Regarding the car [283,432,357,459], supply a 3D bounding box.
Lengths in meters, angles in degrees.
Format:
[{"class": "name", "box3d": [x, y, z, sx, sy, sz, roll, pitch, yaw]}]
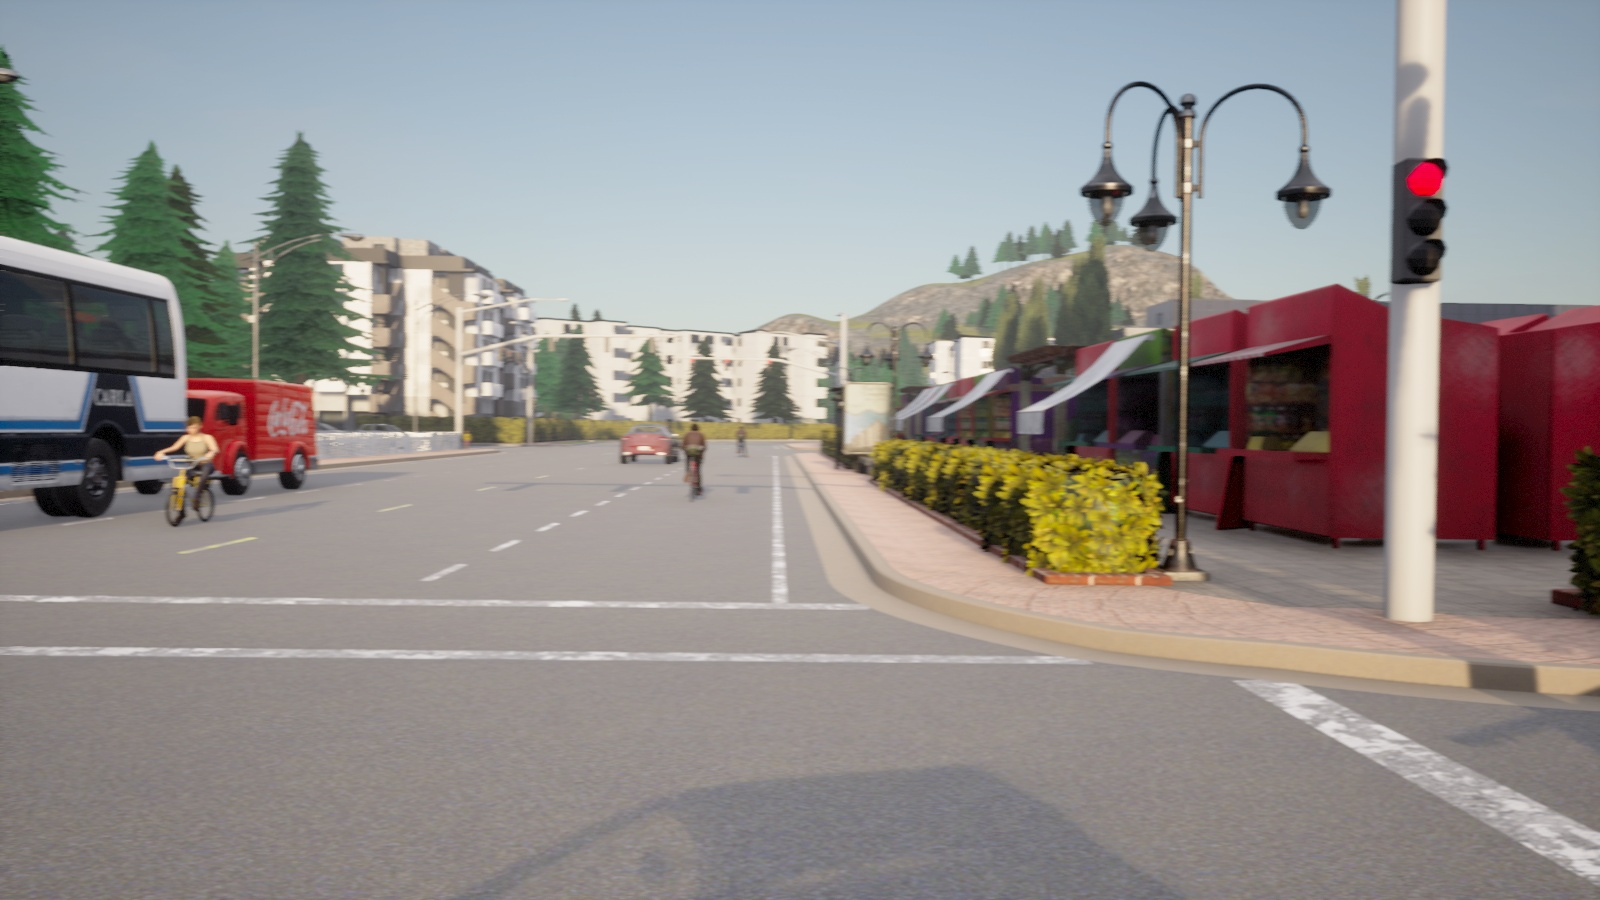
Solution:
[{"class": "car", "box3d": [-28.657, -0.265, 75.060, 3.705, 1.549, 1.789, -1, 1, 1]}]

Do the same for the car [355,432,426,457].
[{"class": "car", "box3d": [-25.575, -0.368, 78.536, 3.806, 1.475, 1.970, -1, 1, 1]}]

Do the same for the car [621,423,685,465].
[{"class": "car", "box3d": [-6.091, -0.280, 52.643, 2.152, 1.651, 5.027, -1, 1, -1]}]

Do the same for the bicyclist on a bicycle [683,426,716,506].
[{"class": "bicyclist on a bicycle", "box3d": [-2.113, 0.317, 26.497, 0.582, 1.620, 1.656, -1, 1, -1]}]

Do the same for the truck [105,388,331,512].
[{"class": "truck", "box3d": [-12.644, -0.048, 27.802, 2.627, 2.467, 5.204, -1, 1, -1]}]

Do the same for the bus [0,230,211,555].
[{"class": "bus", "box3d": [-12.463, -0.755, 17.308, 3.944, 4.253, 10.273, -1, 1, -1]}]

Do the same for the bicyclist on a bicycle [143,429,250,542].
[{"class": "bicyclist on a bicycle", "box3d": [-8.971, 0.500, 18.744, 0.866, 1.612, 1.509, -1, 1, -1]}]
